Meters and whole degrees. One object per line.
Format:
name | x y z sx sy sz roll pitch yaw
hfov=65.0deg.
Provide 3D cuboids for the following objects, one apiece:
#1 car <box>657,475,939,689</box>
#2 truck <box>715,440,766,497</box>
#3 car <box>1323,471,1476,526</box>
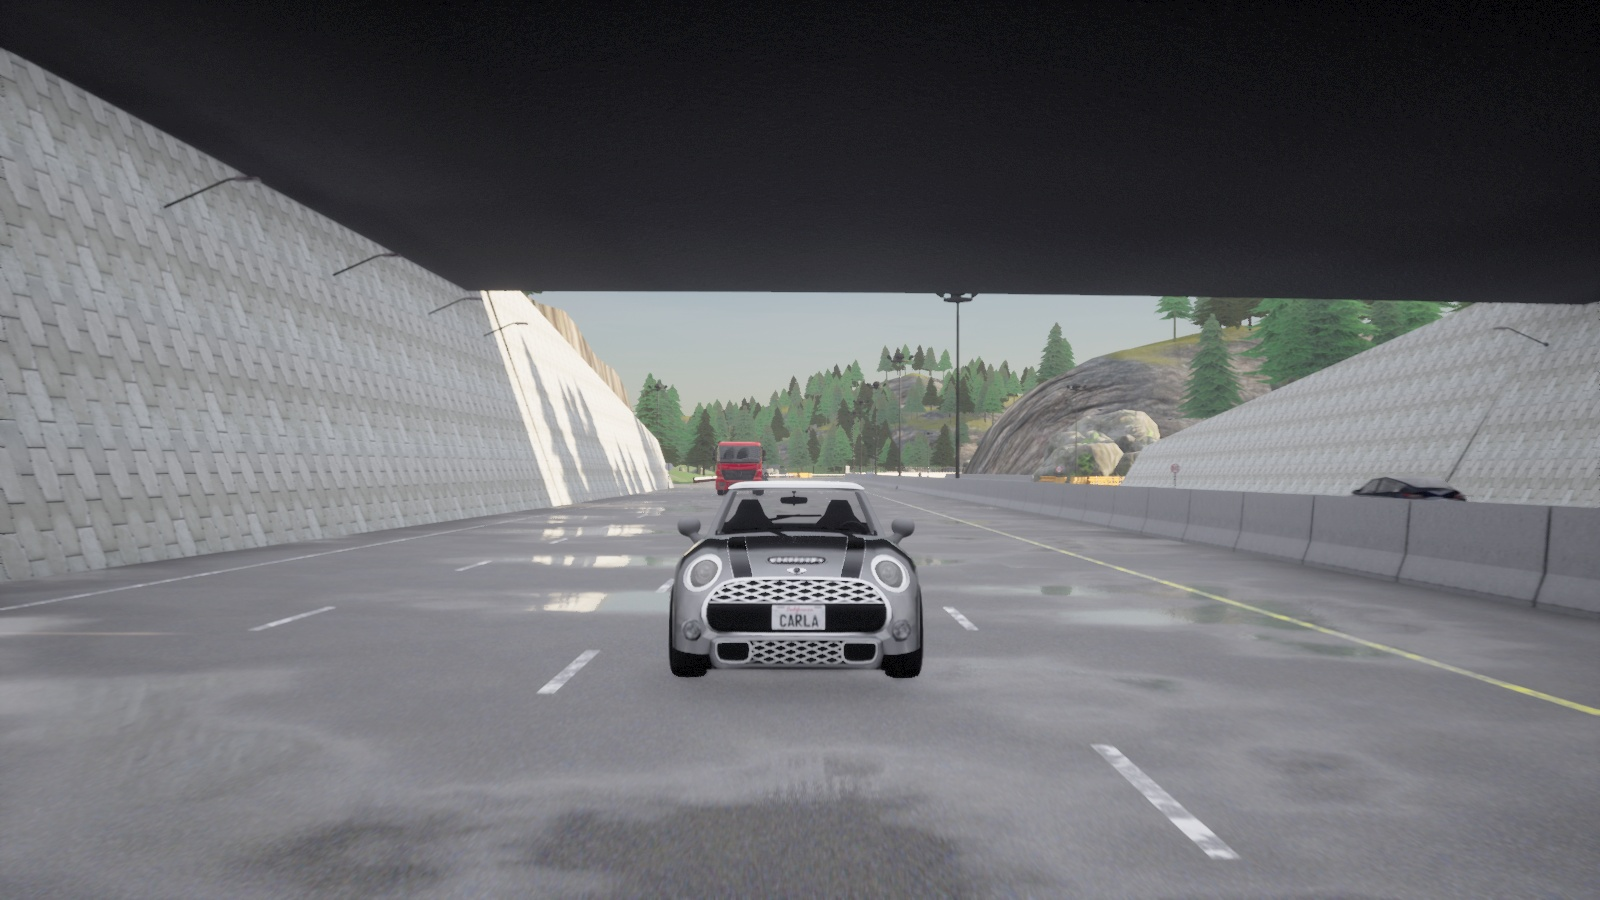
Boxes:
car | -0.027 0.959 10.707 1.970 1.475 3.806 0 -1 0
truck | -3.753 1.199 80.749 2.891 3.462 7.936 0 -1 0
car | 17.407 1.360 36.775 2.163 1.488 4.792 0 -1 0
